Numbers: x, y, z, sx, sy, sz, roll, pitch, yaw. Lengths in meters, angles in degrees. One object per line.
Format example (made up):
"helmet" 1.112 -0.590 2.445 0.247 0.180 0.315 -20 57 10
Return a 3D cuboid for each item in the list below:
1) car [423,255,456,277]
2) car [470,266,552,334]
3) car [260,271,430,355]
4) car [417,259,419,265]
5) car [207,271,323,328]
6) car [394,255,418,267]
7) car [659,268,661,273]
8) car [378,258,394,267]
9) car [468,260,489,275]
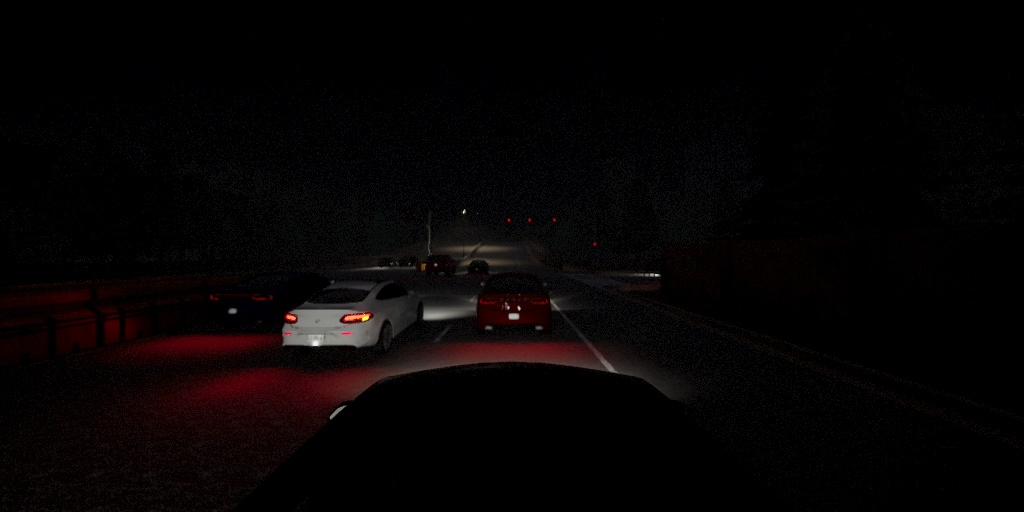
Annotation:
"car" -6.990 0.916 35.555 2.150 2.045 5.566 0 0 0
"car" 0.051 1.213 10.600 1.882 1.535 5.008 0 0 0
"car" -3.452 1.265 8.567 1.812 1.442 4.674 0 0 -1
"car" -14.227 1.179 61.197 1.812 1.442 4.674 0 0 0
"car" -6.948 1.212 11.403 1.882 1.535 5.008 0 0 0
"car" -17.723 0.875 61.399 2.150 2.045 5.566 0 0 0
"car" 17.299 1.256 36.607 4.181 1.385 1.994 0 0 0
"car" -21.221 1.145 61.258 2.128 1.511 4.902 0 0 0
"car" -3.497 1.169 38.010 1.882 1.535 5.008 0 0 0
